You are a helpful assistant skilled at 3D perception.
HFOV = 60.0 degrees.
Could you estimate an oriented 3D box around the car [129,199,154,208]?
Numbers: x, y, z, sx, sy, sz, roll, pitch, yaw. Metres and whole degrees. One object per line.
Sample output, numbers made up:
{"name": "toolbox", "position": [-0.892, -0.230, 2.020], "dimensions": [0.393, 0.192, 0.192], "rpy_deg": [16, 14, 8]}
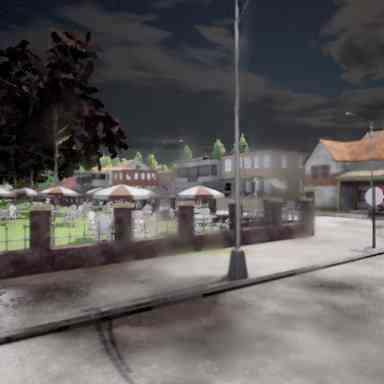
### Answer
{"name": "car", "position": [-6.709, 1.437, 43.806], "dimensions": [2.033, 1.411, 5.357], "rpy_deg": [0, 0, -35]}

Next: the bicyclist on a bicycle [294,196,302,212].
{"name": "bicyclist on a bicycle", "position": [10.755, 1.190, 33.679], "dimensions": [1.656, 1.620, 0.582], "rpy_deg": [-1, 0, -35]}
